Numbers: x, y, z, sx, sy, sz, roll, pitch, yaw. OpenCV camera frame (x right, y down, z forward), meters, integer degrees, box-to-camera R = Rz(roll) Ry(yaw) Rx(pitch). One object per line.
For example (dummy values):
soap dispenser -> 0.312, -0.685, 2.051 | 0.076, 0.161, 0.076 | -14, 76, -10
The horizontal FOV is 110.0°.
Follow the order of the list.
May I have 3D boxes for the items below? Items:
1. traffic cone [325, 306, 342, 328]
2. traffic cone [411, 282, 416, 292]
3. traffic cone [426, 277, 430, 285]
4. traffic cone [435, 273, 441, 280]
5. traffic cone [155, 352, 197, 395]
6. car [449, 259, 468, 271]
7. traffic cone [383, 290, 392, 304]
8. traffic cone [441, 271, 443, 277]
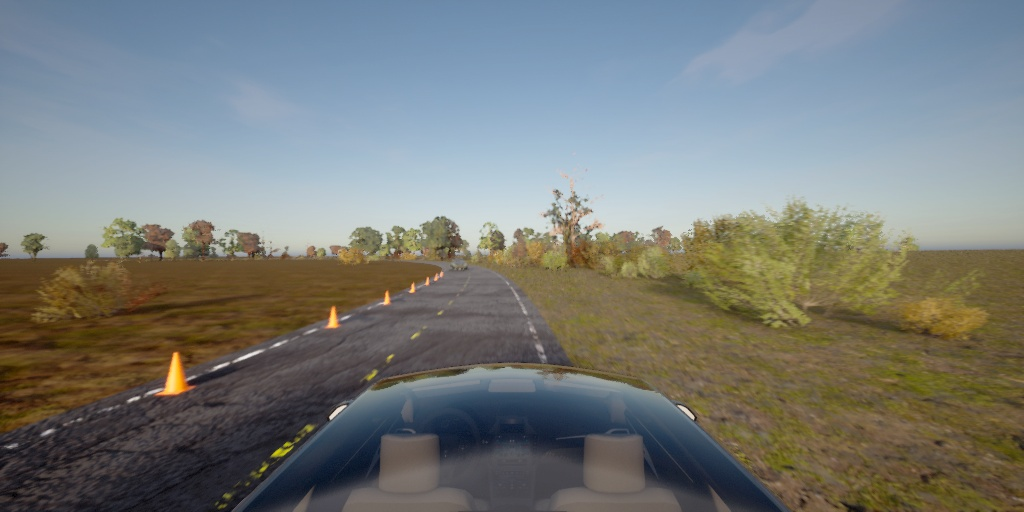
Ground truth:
traffic cone -> -5.163, 1.751, 10.380 | 0.340, 0.580, 0.340 | 0, 0, -1
traffic cone -> -5.590, 1.752, 20.277 | 0.340, 0.580, 0.340 | 0, 0, -3
traffic cone -> -5.932, 1.753, 25.218 | 0.340, 0.580, 0.340 | 0, 0, -4
traffic cone -> -6.361, 1.754, 30.152 | 0.340, 0.580, 0.340 | 0, 0, -5
traffic cone -> -5.079, 1.751, 5.428 | 0.340, 0.580, 0.340 | 0, 0, 0
car -> -7.420, 1.144, 49.274 | 2.097, 1.767, 4.553 | -1, 0, -16
traffic cone -> -5.334, 1.752, 15.331 | 0.340, 0.580, 0.340 | 0, 0, -2
traffic cone -> -6.875, 1.756, 35.079 | 0.340, 0.580, 0.340 | 0, 0, -6
